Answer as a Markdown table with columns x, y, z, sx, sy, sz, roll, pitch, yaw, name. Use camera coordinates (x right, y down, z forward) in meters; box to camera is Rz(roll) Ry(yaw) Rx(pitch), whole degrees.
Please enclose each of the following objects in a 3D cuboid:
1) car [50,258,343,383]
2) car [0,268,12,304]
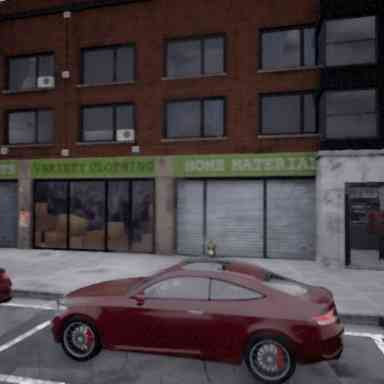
| x | y | z | sx | sy | sz | roll | pitch | yaw | name |
| --- | --- | --- | --- | --- | --- | --- | --- | --- | --- |
| -0.015 | 1.695 | 5.046 | 4.206 | 1.307 | 1.802 | 0 | -1 | 13 | car |
| -5.530 | 1.712 | 6.318 | 4.206 | 1.307 | 1.802 | 0 | -1 | 13 | car |
